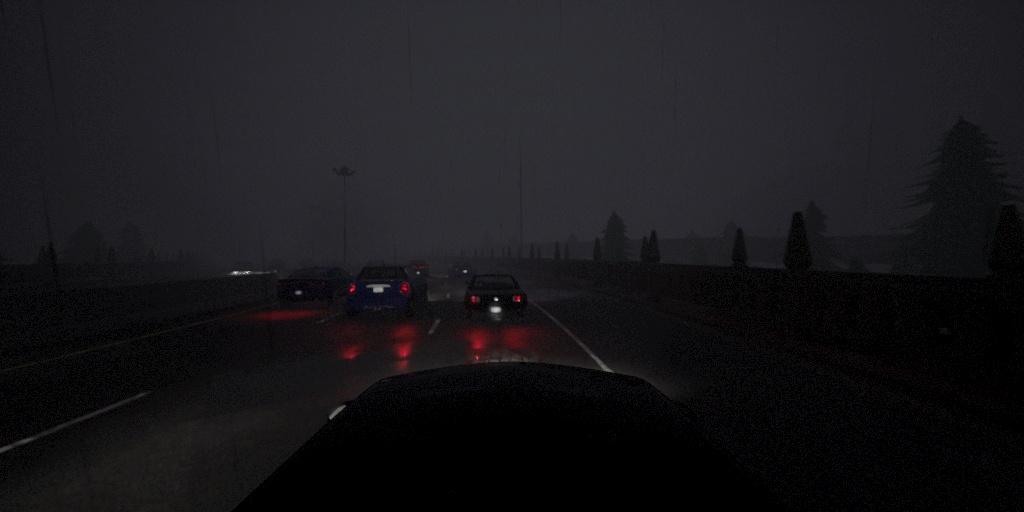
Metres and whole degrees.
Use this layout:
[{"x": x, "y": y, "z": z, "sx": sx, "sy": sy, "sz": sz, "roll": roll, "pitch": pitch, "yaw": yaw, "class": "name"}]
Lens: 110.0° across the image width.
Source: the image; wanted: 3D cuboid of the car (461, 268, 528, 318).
[{"x": -0.704, "y": 1.281, "z": 12.733, "sx": 1.895, "sy": 1.301, "sz": 4.718, "roll": 0, "pitch": 0, "yaw": -6, "class": "car"}]

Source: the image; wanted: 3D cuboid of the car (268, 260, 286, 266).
[{"x": -30.954, "y": 1.208, "z": 47.205, "sx": 1.812, "sy": 1.442, "sz": 4.674, "roll": -1, "pitch": 0, "yaw": -32, "class": "car"}]

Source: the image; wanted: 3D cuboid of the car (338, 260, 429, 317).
[{"x": -4.354, "y": 1.047, "z": 13.119, "sx": 2.097, "sy": 1.767, "sz": 4.553, "roll": 0, "pitch": 0, "yaw": -7, "class": "car"}]

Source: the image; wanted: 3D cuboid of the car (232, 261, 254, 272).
[{"x": -34.070, "y": 1.287, "z": 45.574, "sx": 1.994, "sy": 1.385, "sz": 4.181, "roll": -1, "pitch": 0, "yaw": -32, "class": "car"}]

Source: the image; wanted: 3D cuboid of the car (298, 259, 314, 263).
[{"x": -26.550, "y": 1.135, "z": 46.633, "sx": 2.128, "sy": 1.511, "sz": 4.902, "roll": -1, "pitch": 0, "yaw": -29, "class": "car"}]

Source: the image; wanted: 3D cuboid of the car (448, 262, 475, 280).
[{"x": -4.179, "y": 1.145, "z": 29.748, "sx": 1.994, "sy": 1.385, "sz": 4.181, "roll": -1, "pitch": 1, "yaw": -16, "class": "car"}]

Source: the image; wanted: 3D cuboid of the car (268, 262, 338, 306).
[{"x": -8.187, "y": 1.177, "z": 15.617, "sx": 1.882, "sy": 1.535, "sz": 5.008, "roll": 0, "pitch": 0, "yaw": -8, "class": "car"}]
